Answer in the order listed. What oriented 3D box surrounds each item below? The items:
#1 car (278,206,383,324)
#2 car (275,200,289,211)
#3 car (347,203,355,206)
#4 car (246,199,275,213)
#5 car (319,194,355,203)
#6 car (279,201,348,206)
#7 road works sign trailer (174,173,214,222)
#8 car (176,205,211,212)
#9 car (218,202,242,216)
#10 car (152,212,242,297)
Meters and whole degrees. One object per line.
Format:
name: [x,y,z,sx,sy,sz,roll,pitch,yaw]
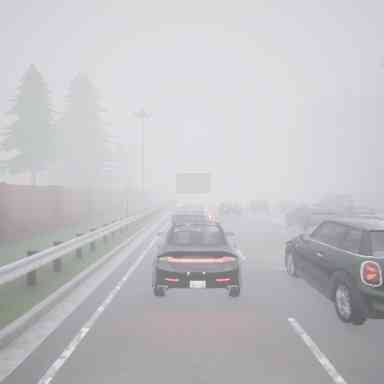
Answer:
car: [3.604,1.352,7.287,2.097,1.767,4.553,0,0,0]
car: [10.624,1.601,37.827,1.895,1.301,4.718,0,0,0]
car: [10.614,1.601,21.907,1.895,1.301,4.718,0,0,0]
car: [7.123,1.491,36.362,2.128,1.511,4.902,0,0,0]
car: [14.118,1.221,33.097,2.150,2.045,5.566,0,0,0]
car: [7.113,1.489,20.124,2.128,1.511,4.902,0,0,0]
road works sign trailer: [0.078,0.464,22.938,2.380,3.560,2.880,0,0,-1]
car: [0.008,1.474,19.020,1.882,1.535,5.008,0,0,6]
car: [3.621,1.600,32.605,1.895,1.301,4.718,0,0,0]
car: [0.106,1.492,8.571,2.128,1.511,4.902,0,0,0]
